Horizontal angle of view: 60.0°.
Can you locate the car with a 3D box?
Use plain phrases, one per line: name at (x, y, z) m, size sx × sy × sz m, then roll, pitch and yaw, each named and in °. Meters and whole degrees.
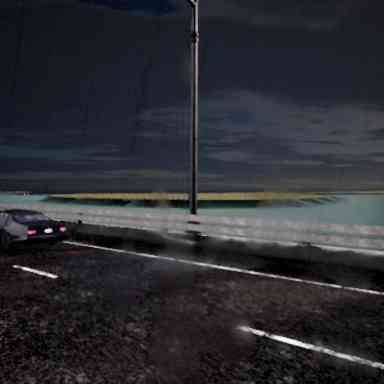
car at (-7.237, 1.428, 13.503) m, size 5.357 × 1.411 × 2.033 m, roll 1°, pitch 0°, yaw 36°
